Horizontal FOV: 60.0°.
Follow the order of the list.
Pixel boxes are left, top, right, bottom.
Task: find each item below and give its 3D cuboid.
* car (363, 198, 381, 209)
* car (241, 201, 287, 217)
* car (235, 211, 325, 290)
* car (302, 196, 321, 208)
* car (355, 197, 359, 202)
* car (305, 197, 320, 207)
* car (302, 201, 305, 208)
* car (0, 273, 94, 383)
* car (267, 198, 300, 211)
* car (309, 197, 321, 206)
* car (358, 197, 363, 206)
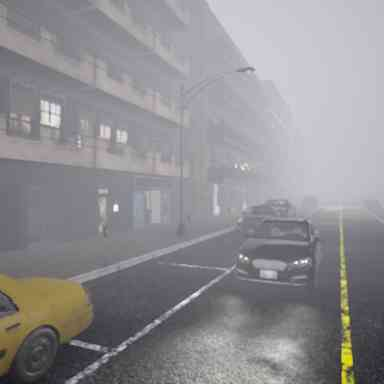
[{"bbox_3d":[25.367,1.646,46.472,1.752,1.417,4.829,0,0,24],"label":"car"},{"bbox_3d":[3.892,1.497,18.831,1.967,1.590,4.097,0,0,24],"label":"car"},{"bbox_3d":[2.652,1.520,9.428,2.128,1.511,4.902,0,0,24],"label":"car"},{"bbox_3d":[17.643,1.453,49.728,2.192,1.841,5.009,0,0,24],"label":"car"},{"bbox_3d":[39.047,1.748,77.212,2.008,1.369,4.403,0,0,24],"label":"car"},{"bbox_3d":[19.934,1.591,54.876,1.967,1.590,4.097,0,0,24],"label":"car"},{"bbox_3d":[8.475,1.667,29.130,1.802,1.307,4.206,0,0,24],"label":"car"},{"bbox_3d":[-3.052,1.539,3.226,1.752,1.417,4.829,0,0,24],"label":"car"},{"bbox_3d":[6.185,1.386,23.981,2.192,1.841,5.009,0,0,24],"label":"car"},{"bbox_3d":[22.226,1.709,60.026,1.887,1.381,4.507,0,0,24],"label":"car"},{"bbox_3d":[29.881,1.691,56.615,1.887,1.381,4.507,0,0,24],"label":"car"}]
